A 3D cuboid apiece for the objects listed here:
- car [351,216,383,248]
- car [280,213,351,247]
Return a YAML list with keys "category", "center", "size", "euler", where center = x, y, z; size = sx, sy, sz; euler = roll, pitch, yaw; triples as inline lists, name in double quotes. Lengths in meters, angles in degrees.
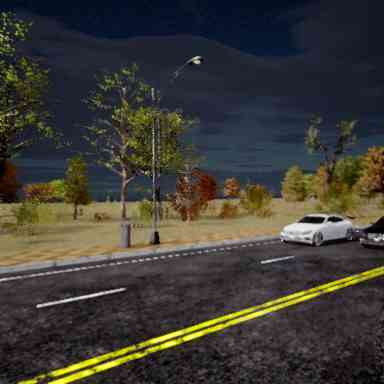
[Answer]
- category: "car"
  center: [9.561, 1.744, 15.193]
  size: [4.892, 1.490, 1.837]
  euler: [0, -2, -37]
- category: "car"
  center: [6.518, 1.837, 16.975]
  size: [4.674, 1.442, 1.812]
  euler: [0, -2, -37]
